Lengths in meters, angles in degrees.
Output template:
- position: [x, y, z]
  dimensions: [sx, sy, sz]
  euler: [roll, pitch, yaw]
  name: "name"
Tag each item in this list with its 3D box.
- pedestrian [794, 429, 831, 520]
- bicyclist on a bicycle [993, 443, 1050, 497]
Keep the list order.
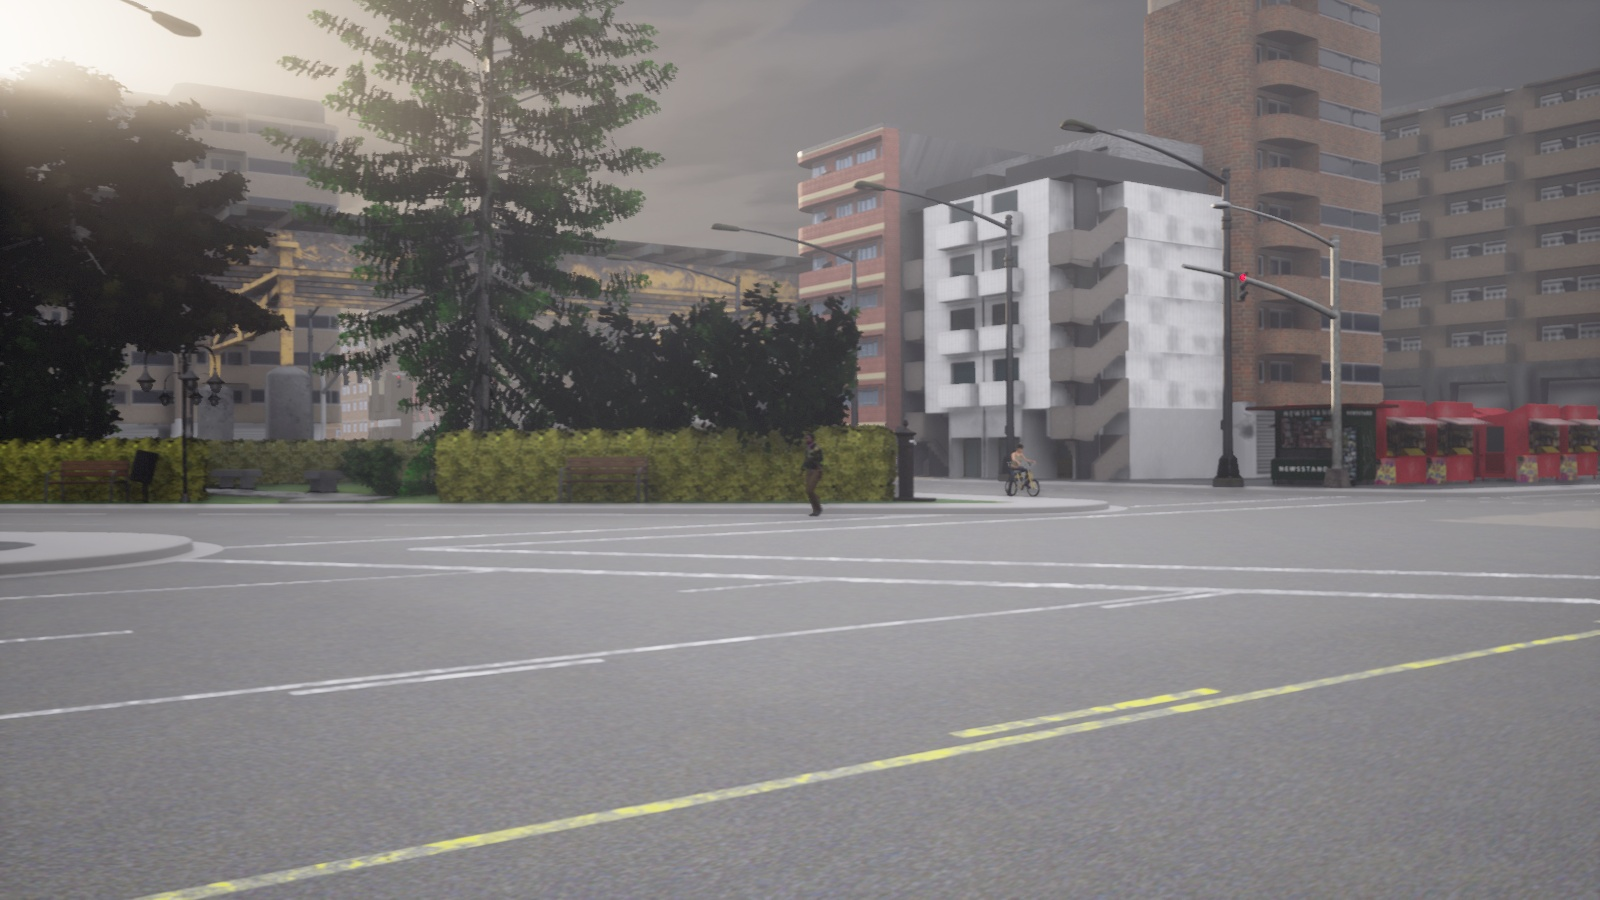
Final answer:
- position: [0.268, 0.512, 26.963]
  dimensions: [0.692, 1.930, 0.395]
  euler: [-1, 0, -40]
  name: "pedestrian"
- position: [6.733, 0.596, 38.184]
  dimensions: [0.866, 1.612, 1.509]
  euler: [-1, 0, -34]
  name: "bicyclist on a bicycle"
